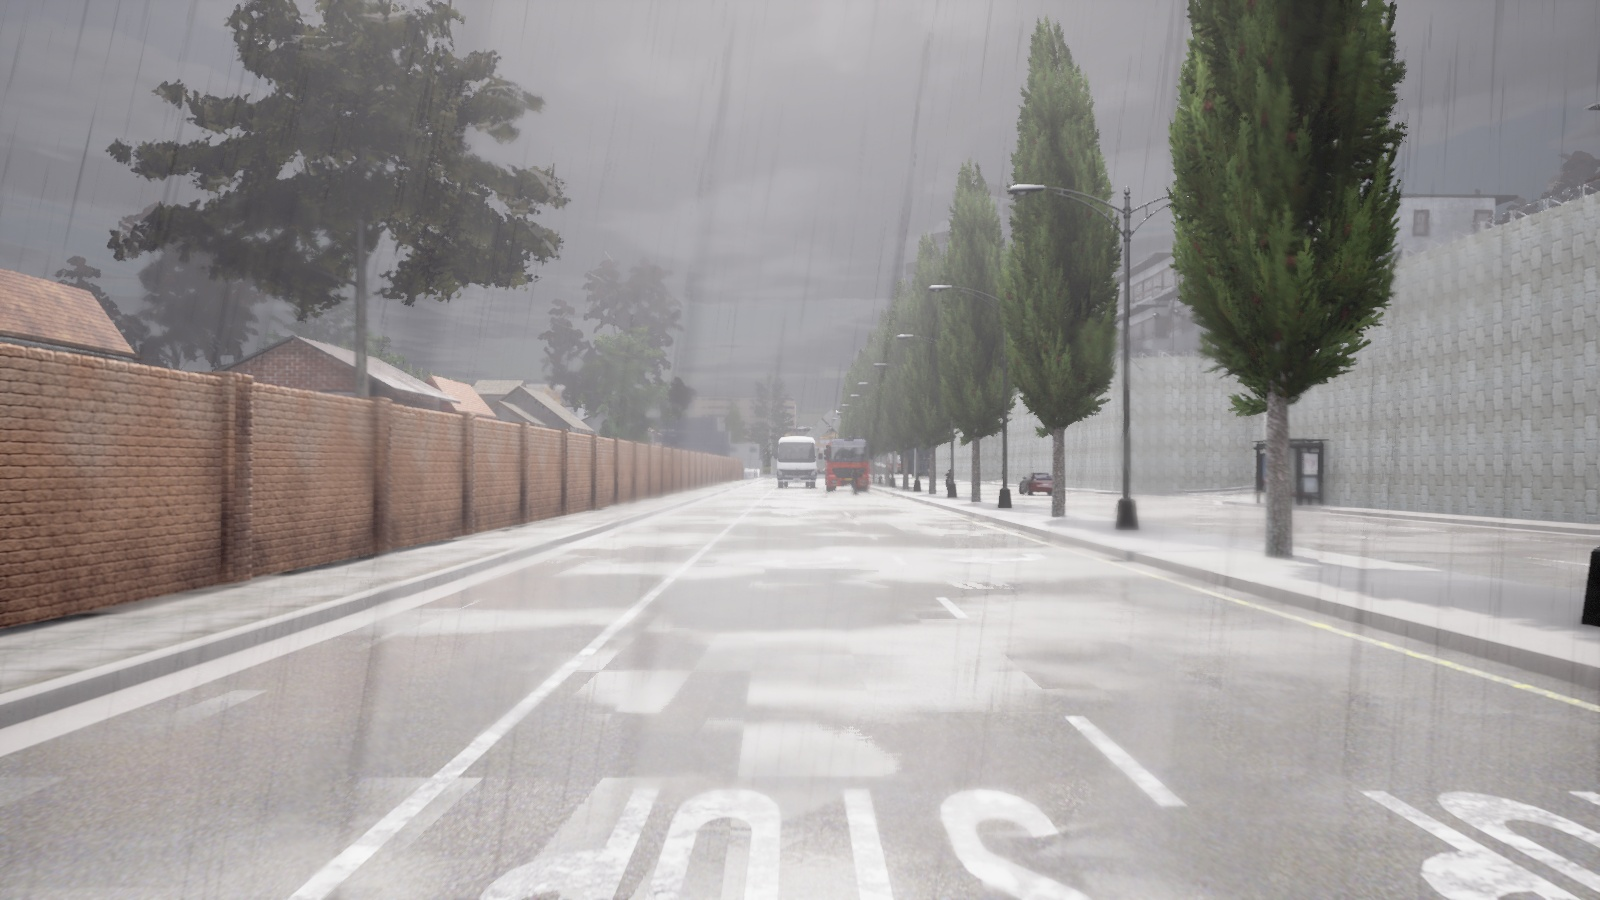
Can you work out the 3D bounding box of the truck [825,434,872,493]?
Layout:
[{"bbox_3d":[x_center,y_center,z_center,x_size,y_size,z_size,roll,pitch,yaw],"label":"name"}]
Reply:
[{"bbox_3d":[3.287,0.947,86.986,2.891,3.827,8.468,0,-1,0],"label":"truck"}]

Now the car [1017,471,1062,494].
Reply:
[{"bbox_3d":[14.812,1.985,77.833,1.994,1.385,4.181,0,-1,0],"label":"car"}]
